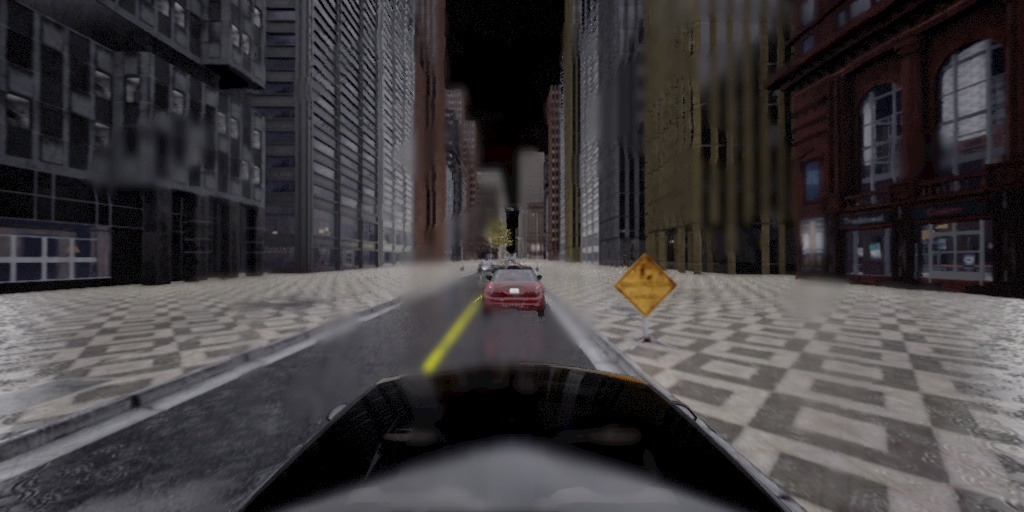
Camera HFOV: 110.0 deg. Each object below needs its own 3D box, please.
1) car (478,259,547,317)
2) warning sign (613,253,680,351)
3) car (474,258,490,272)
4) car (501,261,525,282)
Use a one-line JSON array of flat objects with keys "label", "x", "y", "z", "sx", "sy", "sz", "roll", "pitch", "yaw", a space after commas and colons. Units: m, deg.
[{"label": "car", "x": 0.082, "y": 1.113, "z": 13.423, "sx": 2.097, "sy": 1.767, "sz": 4.553, "roll": 0, "pitch": 0, "yaw": 0}, {"label": "warning sign", "x": 2.717, "y": 0.869, "z": 7.307, "sx": 1.300, "sy": 1.860, "sz": 1.060, "roll": 0, "pitch": 0, "yaw": 0}, {"label": "car", "x": -3.095, "y": 1.294, "z": 43.383, "sx": 2.128, "sy": 1.511, "sz": 4.902, "roll": 0, "pitch": 0, "yaw": 0}, {"label": "car", "x": 0.087, "y": 1.261, "z": 30.575, "sx": 1.882, "sy": 1.535, "sz": 5.008, "roll": 0, "pitch": 0, "yaw": 0}]
